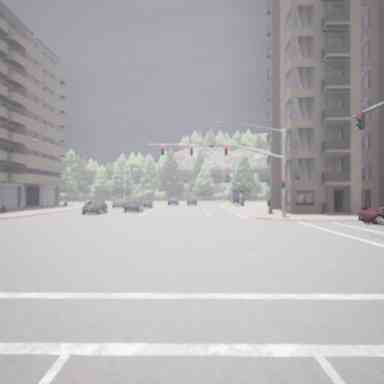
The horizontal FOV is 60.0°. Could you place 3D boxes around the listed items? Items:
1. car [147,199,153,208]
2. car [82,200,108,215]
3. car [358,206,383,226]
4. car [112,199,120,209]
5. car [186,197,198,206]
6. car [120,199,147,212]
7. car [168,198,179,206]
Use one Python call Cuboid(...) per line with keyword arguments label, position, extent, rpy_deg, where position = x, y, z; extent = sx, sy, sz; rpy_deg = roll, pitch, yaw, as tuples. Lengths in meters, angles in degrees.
Cuboid(label="car", position=(-7.059, 1.761, 50.644), extent=(1.994, 1.385, 4.181), rpy_deg=(0, 0, 1))
Cuboid(label="car", position=(-10.586, 1.647, 36.506), extent=(1.837, 1.490, 4.892), rpy_deg=(0, 0, 0))
Cuboid(label="car", position=(14.581, 1.570, 23.747), extent=(5.008, 1.535, 1.882), rpy_deg=(0, 0, 2))
Cuboid(label="car", position=(-10.571, 1.719, 49.494), extent=(1.812, 1.442, 4.674), rpy_deg=(0, 0, 0))
Cuboid(label="car", position=(-0.001, 1.733, 62.067), extent=(2.128, 1.511, 4.902), rpy_deg=(0, 0, 0))
Cuboid(label="car", position=(-7.073, 1.664, 40.701), extent=(1.837, 1.490, 4.892), rpy_deg=(0, 0, 0))
Cuboid(label="car", position=(-3.501, 1.767, 62.067), extent=(1.812, 1.442, 4.674), rpy_deg=(0, 0, 0))
